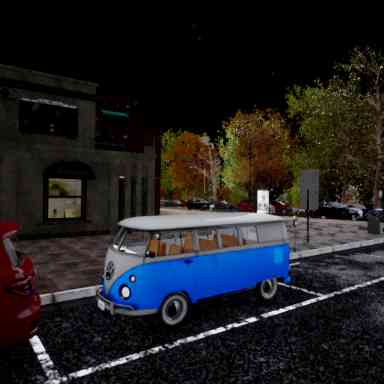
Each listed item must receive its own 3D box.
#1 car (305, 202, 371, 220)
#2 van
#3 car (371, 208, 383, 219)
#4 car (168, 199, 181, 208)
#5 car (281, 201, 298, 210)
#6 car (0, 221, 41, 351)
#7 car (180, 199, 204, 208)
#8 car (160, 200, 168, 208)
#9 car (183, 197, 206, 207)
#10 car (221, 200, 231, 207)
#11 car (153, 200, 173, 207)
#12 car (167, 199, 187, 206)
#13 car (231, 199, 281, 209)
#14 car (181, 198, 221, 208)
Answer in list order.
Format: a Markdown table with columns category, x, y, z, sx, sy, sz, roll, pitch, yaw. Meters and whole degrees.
| category | x | y | z | sx | sy | sz | roll | pitch | yaw |
| --- | --- | --- | --- | --- | --- | --- | --- | --- | --- |
| car | 11.979 | 1.579 | 28.300 | 2.128 | 1.511 | 4.902 | 1 | -1 | -34 |
| van | 0.214 | 1.342 | 6.709 | 3.998 | 1.788 | 1.690 | 0 | 1 | -35 |
| car | 14.817 | 1.729 | 29.924 | 1.895 | 1.301 | 4.718 | 1 | -1 | -34 |
| car | -3.130 | 2.005 | 56.528 | 2.033 | 1.411 | 5.357 | 1 | -1 | -34 |
| car | 9.735 | 1.747 | 37.428 | 1.812 | 1.442 | 4.674 | 1 | -1 | -34 |
| car | -4.293 | 1.315 | 3.483 | 5.009 | 1.841 | 2.192 | 0 | 1 | -35 |
| car | -0.011 | 2.019 | 57.826 | 1.812 | 1.442 | 4.674 | 1 | -1 | -34 |
| car | -6.456 | 1.777 | 55.664 | 2.097 | 1.767 | 4.553 | 1 | -1 | -34 |
| car | 0.424 | 1.930 | 63.006 | 2.097 | 1.767 | 4.553 | 1 | -1 | -34 |
| car | 3.855 | 1.876 | 46.112 | 2.033 | 1.411 | 5.357 | 1 | -1 | -34 |
| car | -5.802 | 2.199 | 66.322 | 1.895 | 1.301 | 4.718 | 1 | -1 | -34 |
| car | -3.095 | 2.166 | 68.122 | 1.812 | 1.442 | 4.674 | 1 | -1 | -34 |
| car | 6.833 | 1.534 | 35.922 | 2.097 | 1.767 | 4.553 | 1 | -1 | -34 |
| car | 1.151 | 1.777 | 44.317 | 2.128 | 1.511 | 4.902 | 1 | -1 | -34 |
